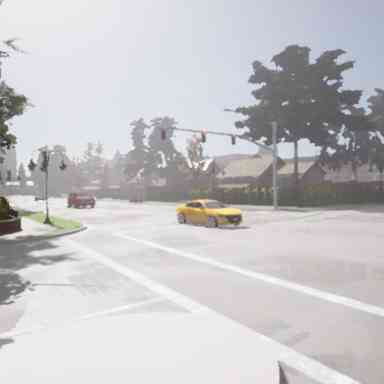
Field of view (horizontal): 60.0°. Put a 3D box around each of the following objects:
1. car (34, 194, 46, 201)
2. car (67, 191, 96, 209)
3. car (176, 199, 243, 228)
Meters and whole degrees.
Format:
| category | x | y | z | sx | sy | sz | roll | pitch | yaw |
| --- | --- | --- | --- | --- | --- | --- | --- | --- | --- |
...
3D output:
| category | x | y | z | sx | sy | sz | roll | pitch | yaw |
| --- | --- | --- | --- | --- | --- | --- | --- | --- | --- |
| car | -27.828 | 1.071 | 61.248 | 1.837 | 1.490 | 4.892 | -2 | 1 | -35 |
| car | -13.695 | 0.952 | 40.938 | 2.150 | 2.045 | 5.566 | -2 | 1 | -35 |
| car | 0.929 | 1.203 | 19.906 | 1.882 | 1.535 | 5.008 | -2 | 1 | -35 |
